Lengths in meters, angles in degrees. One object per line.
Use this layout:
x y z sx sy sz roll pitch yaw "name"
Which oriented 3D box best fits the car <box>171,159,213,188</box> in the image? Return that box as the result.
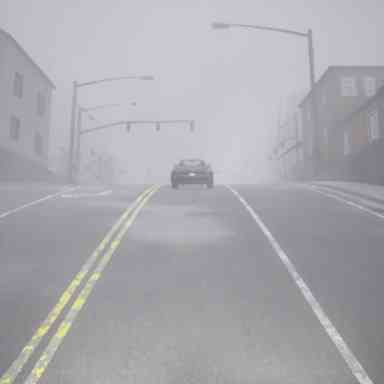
0.023 -0.960 16.791 1.994 1.385 4.181 0 4 1 "car"
